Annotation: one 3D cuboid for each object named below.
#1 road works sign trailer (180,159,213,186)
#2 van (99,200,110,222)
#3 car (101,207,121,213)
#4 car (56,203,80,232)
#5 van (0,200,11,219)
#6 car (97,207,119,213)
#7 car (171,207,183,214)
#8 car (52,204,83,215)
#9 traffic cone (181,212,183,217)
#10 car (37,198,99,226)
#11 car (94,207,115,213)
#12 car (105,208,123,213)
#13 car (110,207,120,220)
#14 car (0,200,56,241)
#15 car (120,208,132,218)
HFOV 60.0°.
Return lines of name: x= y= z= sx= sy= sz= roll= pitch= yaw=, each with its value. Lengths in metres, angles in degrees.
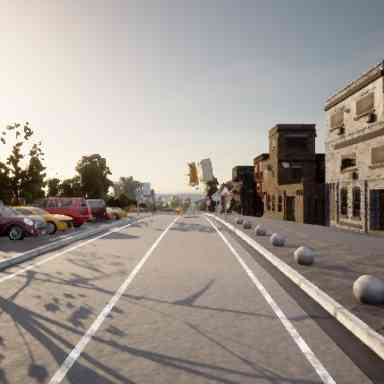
road works sign trailer: x=0.638 y=-2.058 z=35.043 sx=3.560 sy=2.380 sz=2.880 roll=-14 pitch=9 yaw=-38
van: x=-9.641 y=1.617 z=28.345 sx=4.442 sy=1.987 sz=1.878 roll=0 pitch=-2 yaw=0
car: x=-21.779 y=4.859 z=89.661 sx=5.008 sy=1.535 sz=2.097 roll=0 pitch=-3 yaw=0
car: x=-9.469 y=1.594 z=19.233 sx=5.008 sy=1.535 sz=2.097 roll=0 pitch=-1 yaw=-1
van: x=-21.704 y=1.844 z=34.892 sx=4.442 sy=1.987 sz=1.878 roll=0 pitch=-2 yaw=0
car: x=-21.782 y=4.685 z=86.393 sx=4.892 sy=1.521 sz=2.231 roll=0 pitch=-3 yaw=0
car: x=-3.121 y=4.138 z=75.961 sx=1.882 sy=1.535 sz=5.008 roll=0 pitch=-3 yaw=0
car: x=-21.940 y=3.082 z=58.827 sx=4.553 sy=1.767 sz=2.185 roll=0 pitch=-3 yaw=0
traffic cone: x=-1.365 y=2.778 z=40.528 sx=0.340 sy=0.580 sz=0.340 roll=0 pitch=-3 yaw=0
car: x=-9.519 y=1.411 z=22.156 sx=5.566 sy=2.045 sz=2.435 roll=0 pitch=-2 yaw=0
car: x=-21.799 y=4.549 z=83.119 sx=4.674 sy=1.452 sz=2.002 roll=0 pitch=-3 yaw=0
car: x=-21.757 y=5.068 z=92.803 sx=4.674 sy=1.452 sz=2.002 roll=0 pitch=-3 yaw=0
car: x=-9.569 y=1.815 z=31.377 sx=4.553 sy=1.767 sz=2.185 roll=0 pitch=-2 yaw=0
car: x=-9.469 y=1.397 z=16.201 sx=4.553 sy=1.767 sz=2.185 roll=0 pitch=-1 yaw=-1
car: x=-9.366 y=2.044 z=34.290 sx=5.366 sy=1.575 sz=1.946 roll=0 pitch=-2 yaw=0
